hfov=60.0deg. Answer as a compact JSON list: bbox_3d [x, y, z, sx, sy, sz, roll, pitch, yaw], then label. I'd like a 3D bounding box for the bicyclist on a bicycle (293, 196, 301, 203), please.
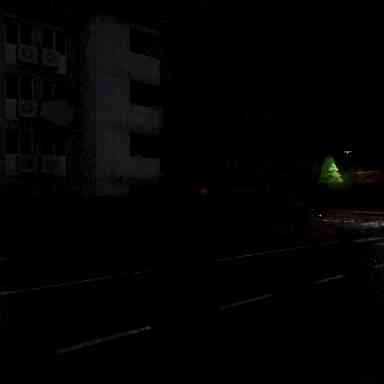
[{"bbox_3d":[12.514,1.286,39.540,1.656,1.620,0.582,0,0,-36],"label":"bicyclist on a bicycle"}]

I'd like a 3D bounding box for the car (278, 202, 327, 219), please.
[{"bbox_3d":[9.154,1.584,28.770,1.895,1.301,4.718,0,0,-35],"label":"car"}]
